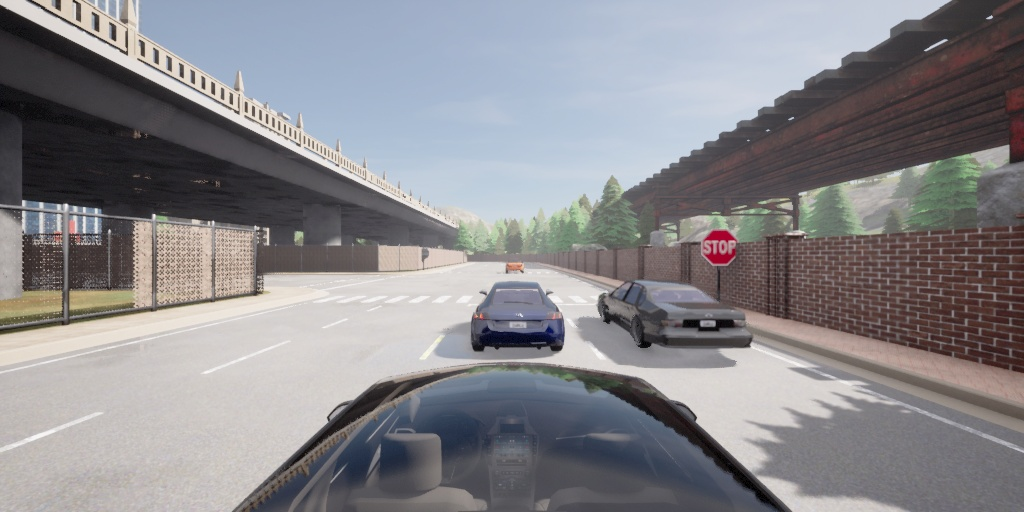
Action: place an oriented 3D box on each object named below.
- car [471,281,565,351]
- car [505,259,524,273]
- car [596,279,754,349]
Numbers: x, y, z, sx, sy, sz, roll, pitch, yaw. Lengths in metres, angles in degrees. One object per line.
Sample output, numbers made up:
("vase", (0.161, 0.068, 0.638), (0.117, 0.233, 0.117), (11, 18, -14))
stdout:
("car", (0.116, 1.314, 8.993), (1.994, 1.385, 4.181), (0, 0, 0))
("car", (0.291, 1.103, 43.554), (2.097, 1.767, 4.553), (0, 0, -1))
("car", (3.617, 1.298, 9.136), (2.033, 1.411, 5.357), (0, 0, 0))
